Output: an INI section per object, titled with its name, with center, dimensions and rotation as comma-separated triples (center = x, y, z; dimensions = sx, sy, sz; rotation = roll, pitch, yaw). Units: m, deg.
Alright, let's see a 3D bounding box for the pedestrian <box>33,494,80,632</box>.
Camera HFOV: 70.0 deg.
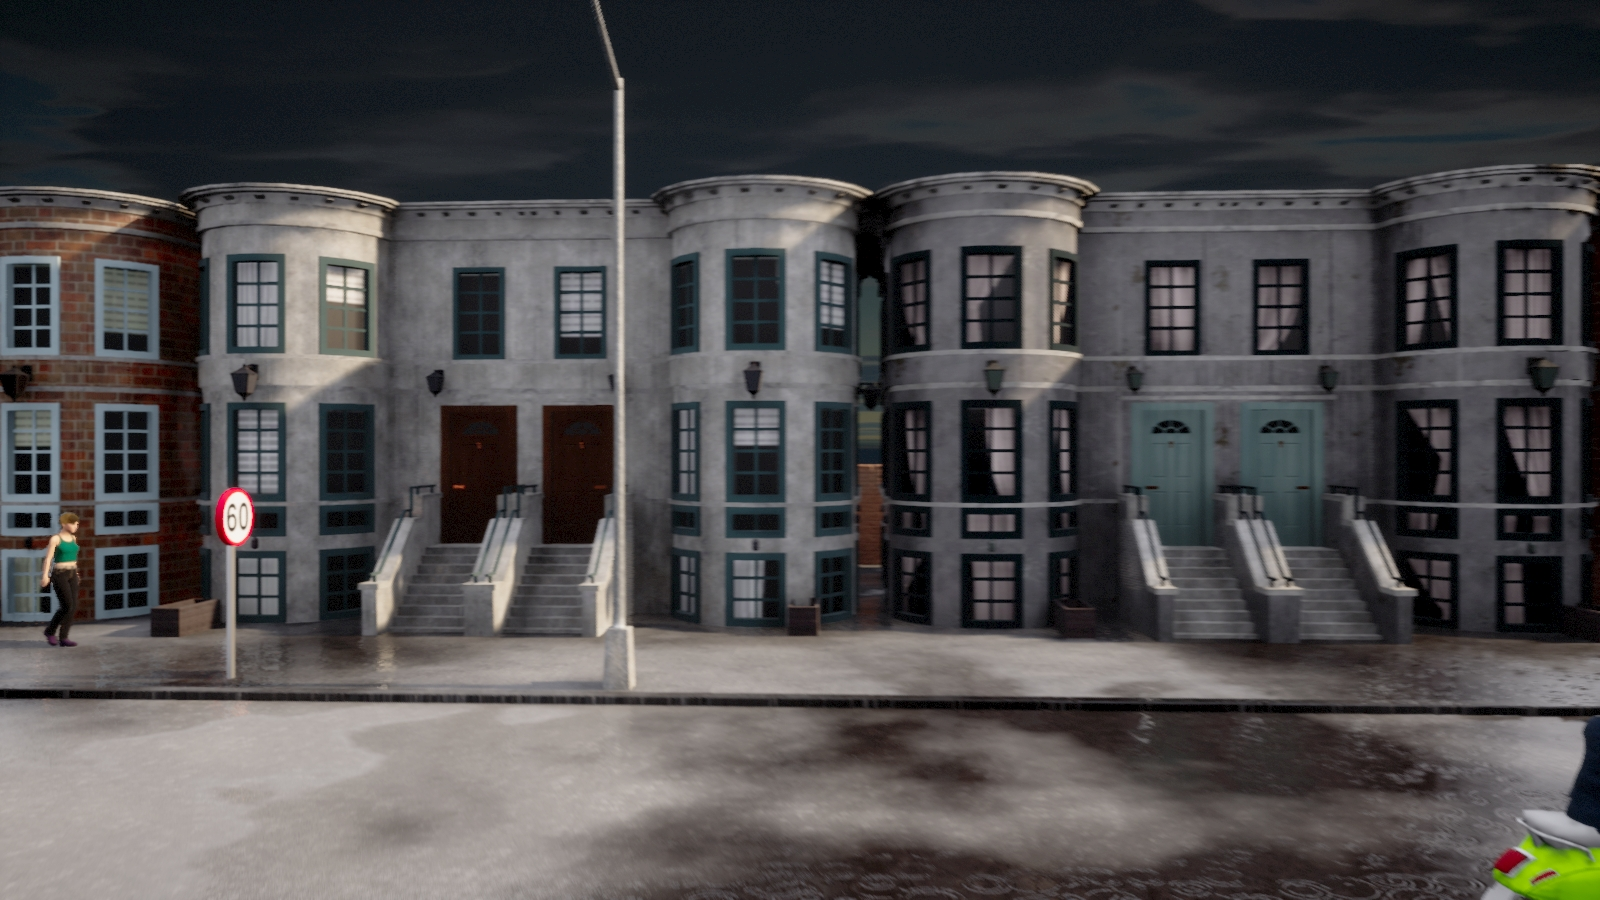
[pedestrian]
center = -10.179, 1.534, 15.649
dimensions = 0.375, 1.860, 0.375
rotation = 0, 0, 8
